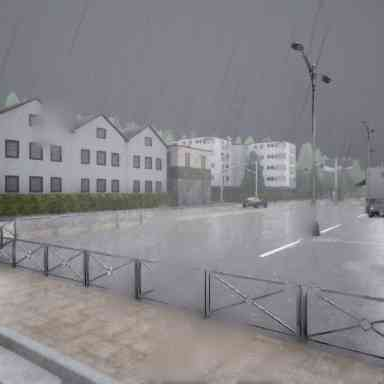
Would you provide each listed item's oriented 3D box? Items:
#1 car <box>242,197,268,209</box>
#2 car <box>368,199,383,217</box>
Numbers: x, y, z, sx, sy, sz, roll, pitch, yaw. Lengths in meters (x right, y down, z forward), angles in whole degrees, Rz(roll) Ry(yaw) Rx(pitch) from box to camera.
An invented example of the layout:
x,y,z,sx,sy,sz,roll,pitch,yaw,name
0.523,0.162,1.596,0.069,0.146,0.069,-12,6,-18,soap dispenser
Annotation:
x,y,z,sx,sy,sz,roll,pitch,yaw,name
8.104,1.334,42.799,1.812,1.442,4.674,0,0,36,car
15.488,1.298,26.767,2.007,1.523,4.514,0,0,35,car
